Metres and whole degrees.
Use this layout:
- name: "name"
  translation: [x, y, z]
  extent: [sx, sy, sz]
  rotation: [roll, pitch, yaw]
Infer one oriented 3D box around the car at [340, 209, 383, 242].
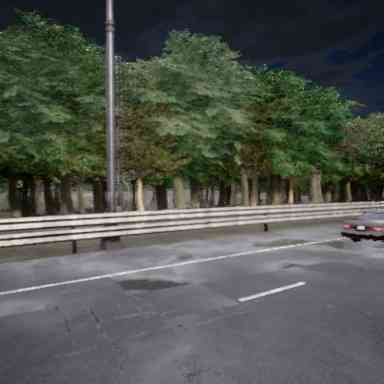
- name: "car"
  translation: [8.551, 1.421, 14.224]
  extent: [5.357, 1.411, 2.033]
  rotation: [0, 0, -35]
